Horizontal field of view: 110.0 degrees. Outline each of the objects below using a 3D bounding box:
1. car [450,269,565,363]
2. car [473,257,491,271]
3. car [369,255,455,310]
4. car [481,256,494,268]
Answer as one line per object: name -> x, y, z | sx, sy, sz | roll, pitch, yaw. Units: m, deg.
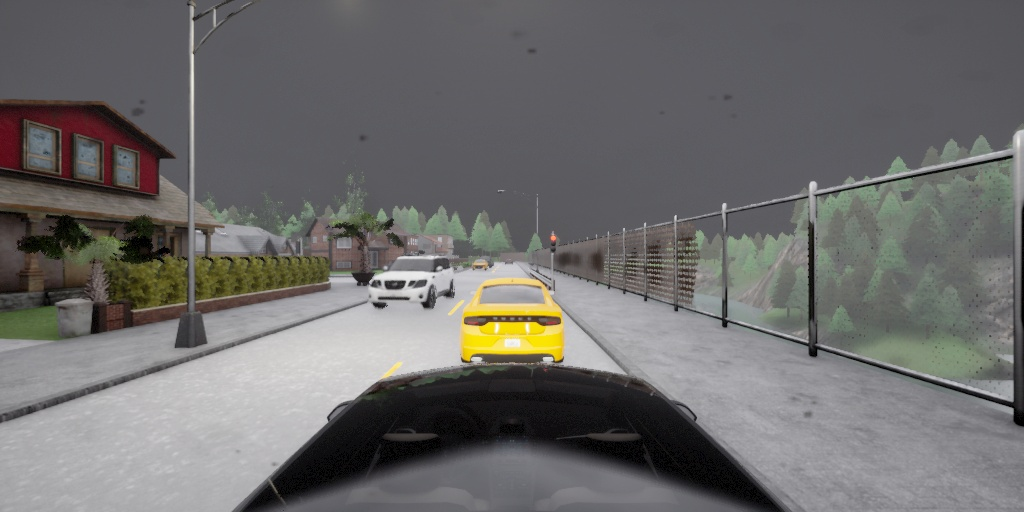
car -> 0.005, 1.231, 8.173 | 1.882, 1.535, 5.008 | 0, 0, 0
car -> -4.525, 1.253, 51.431 | 1.882, 1.535, 5.008 | 0, 0, 0
car -> -3.912, 0.979, 15.109 | 2.150, 2.045, 5.566 | 0, 0, 4
car -> -4.592, 1.002, 61.375 | 2.150, 2.045, 5.566 | 0, 0, 0
